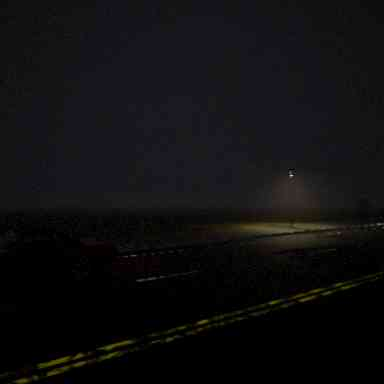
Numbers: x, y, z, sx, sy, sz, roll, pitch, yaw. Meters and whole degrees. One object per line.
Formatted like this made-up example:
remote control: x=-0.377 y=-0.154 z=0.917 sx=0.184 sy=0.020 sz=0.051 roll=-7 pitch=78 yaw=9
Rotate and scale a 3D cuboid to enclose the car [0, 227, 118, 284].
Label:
car: x=-4.443 y=1.620 z=8.508 sx=4.718 sy=1.301 sz=1.895 roll=1 pitch=-1 yaw=-36
